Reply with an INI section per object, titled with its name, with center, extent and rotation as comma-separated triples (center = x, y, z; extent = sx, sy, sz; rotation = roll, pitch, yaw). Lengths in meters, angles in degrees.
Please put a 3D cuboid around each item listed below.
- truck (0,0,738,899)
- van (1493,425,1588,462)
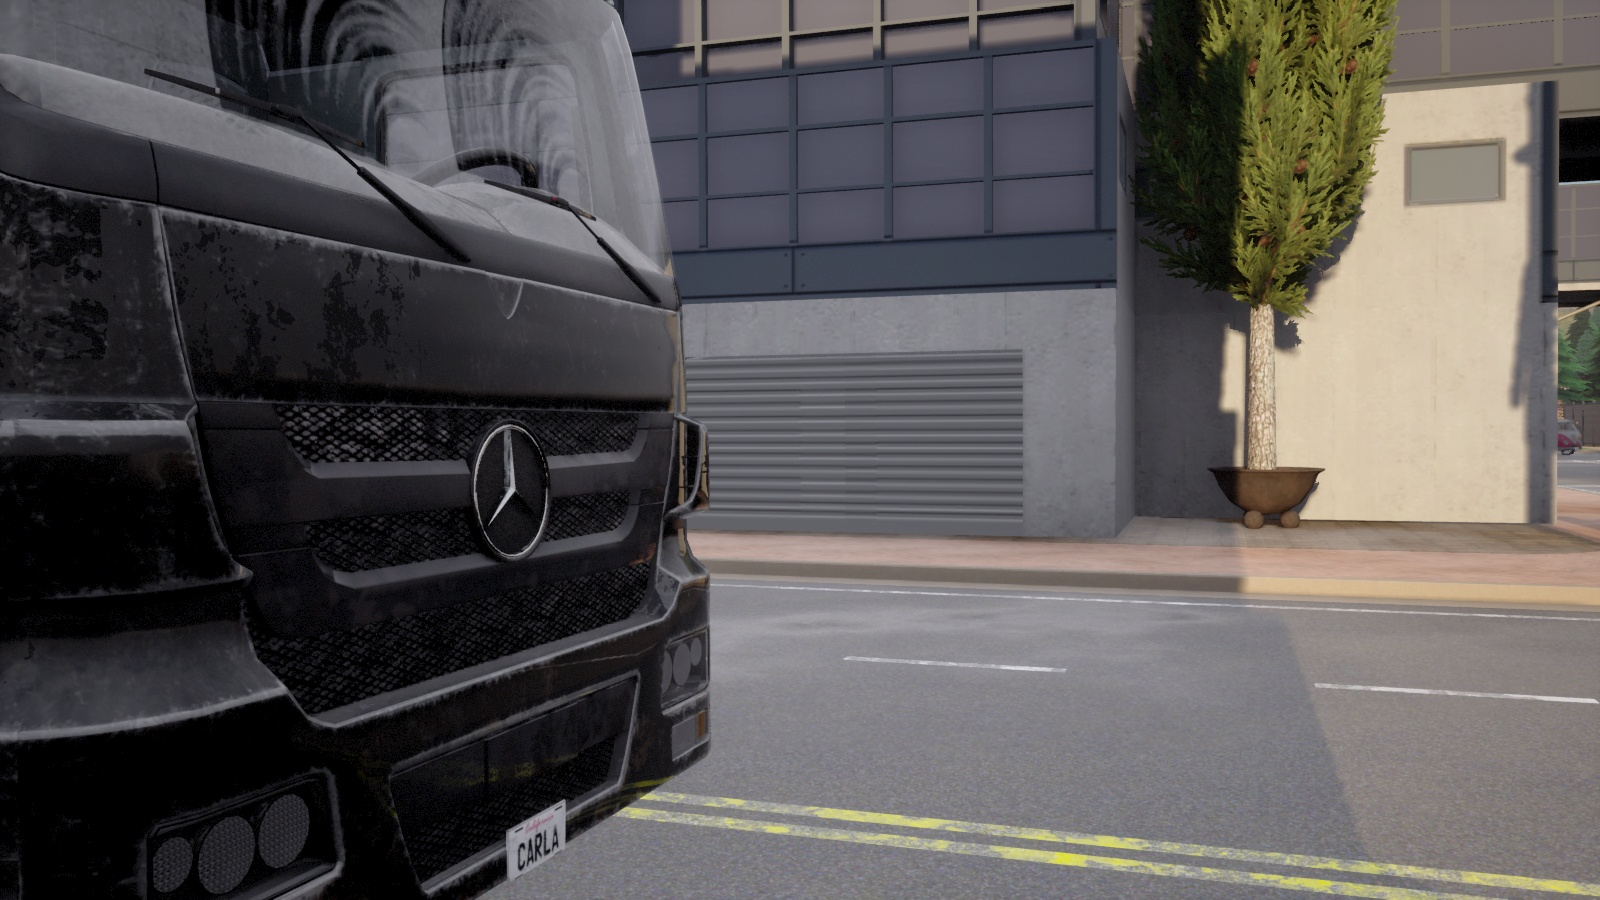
[truck]
center = -4.464, -0.248, 4.736
extent = 7.936, 3.462, 2.891
rotation = 1, 1, 20
[van]
center = 41.146, -0.386, 69.887
extent = 1.775, 1.987, 4.442
rotation = 0, 1, -20
